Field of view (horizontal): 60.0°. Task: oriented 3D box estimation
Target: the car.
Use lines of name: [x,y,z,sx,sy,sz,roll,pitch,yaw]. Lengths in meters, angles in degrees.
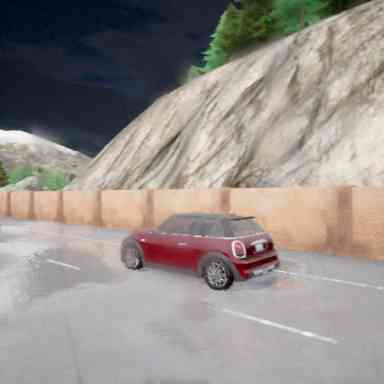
car: [0.020,1.347,9.289,4.553,1.767,2.097,0,0,42]
